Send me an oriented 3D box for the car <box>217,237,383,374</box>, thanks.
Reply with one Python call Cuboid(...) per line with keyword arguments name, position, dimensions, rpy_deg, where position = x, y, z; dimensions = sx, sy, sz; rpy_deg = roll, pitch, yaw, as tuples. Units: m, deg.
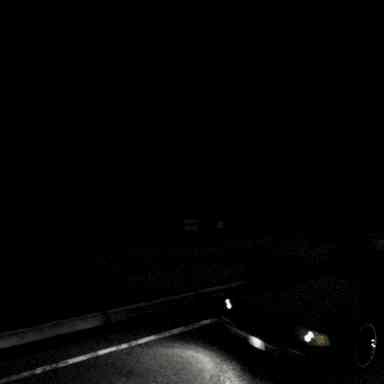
Cuboid(name="car", position=(2.996, 1.548, 5.822), dimensions=(5.357, 1.411, 2.033), rpy_deg=(0, 0, -35))
